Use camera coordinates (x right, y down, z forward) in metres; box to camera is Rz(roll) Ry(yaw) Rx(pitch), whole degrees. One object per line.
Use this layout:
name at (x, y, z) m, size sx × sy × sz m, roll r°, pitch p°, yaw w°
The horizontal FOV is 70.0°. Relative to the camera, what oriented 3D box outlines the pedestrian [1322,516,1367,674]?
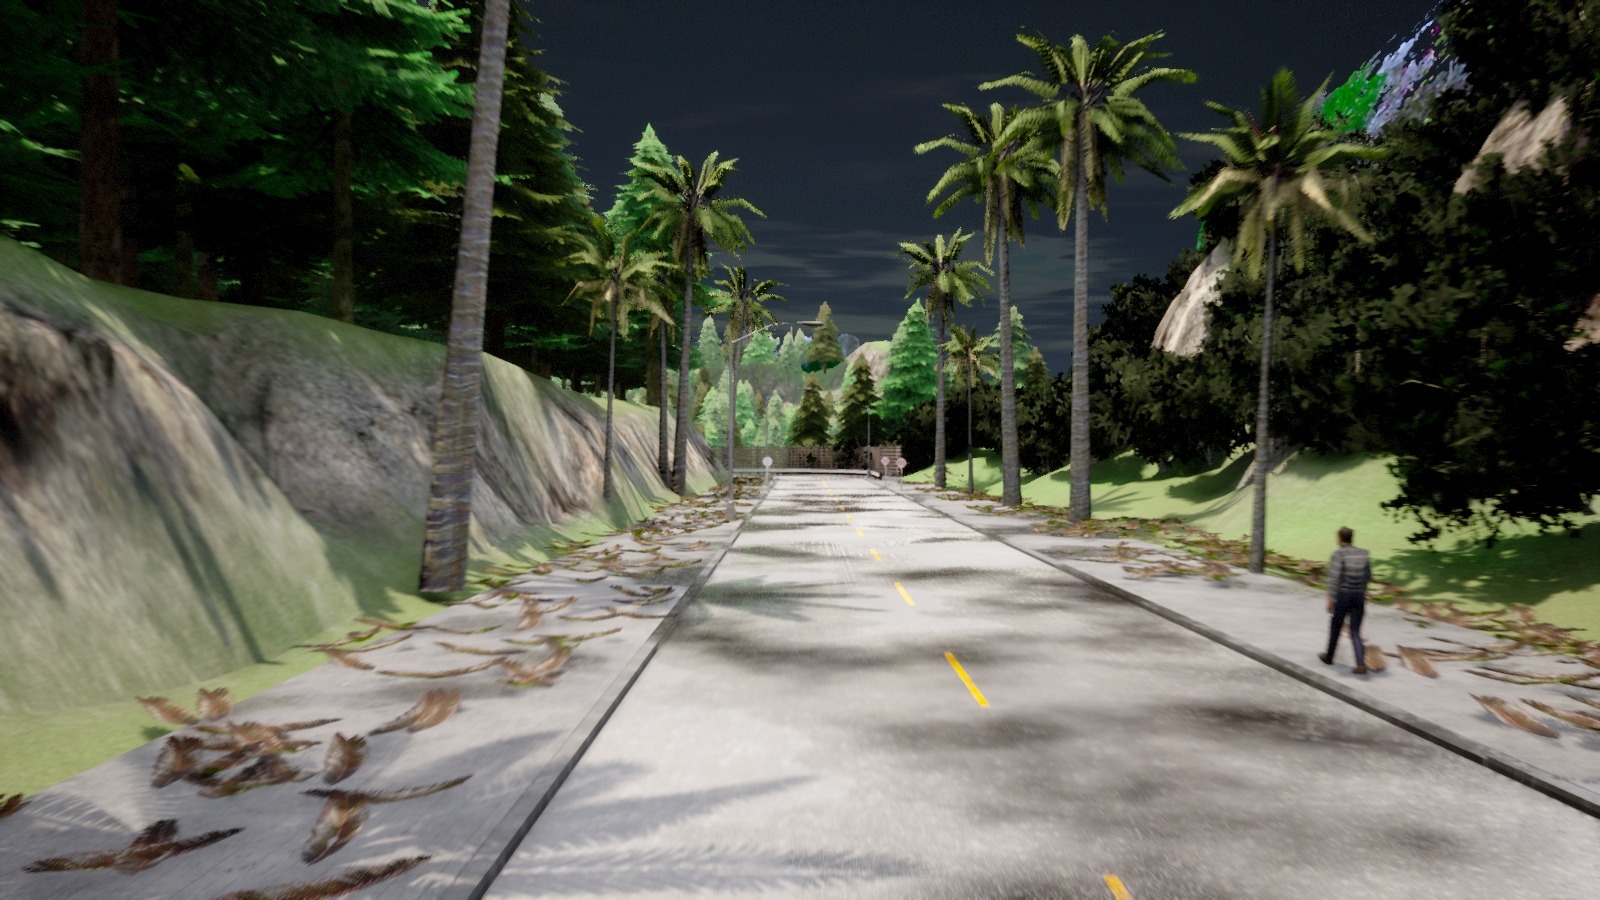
pedestrian at (6.580, 1.743, 13.819) m, size 0.375 × 1.860 × 0.375 m, roll 0°, pitch 0°, yaw 1°
